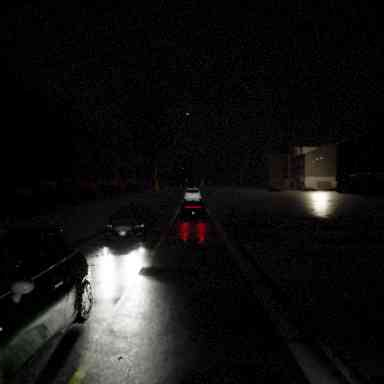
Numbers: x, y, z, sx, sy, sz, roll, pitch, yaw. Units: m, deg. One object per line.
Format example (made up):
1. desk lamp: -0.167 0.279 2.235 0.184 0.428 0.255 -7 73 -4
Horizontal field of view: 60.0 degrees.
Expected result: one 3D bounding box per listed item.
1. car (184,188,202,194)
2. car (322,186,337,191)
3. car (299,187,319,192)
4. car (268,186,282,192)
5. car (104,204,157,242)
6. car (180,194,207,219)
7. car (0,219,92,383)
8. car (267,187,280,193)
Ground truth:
1. car: 0.097 0.473 43.464 2.150 2.045 5.566 0 2 0
2. car: 31.830 -0.664 75.592 4.313 1.339 1.947 -1 1 0
3. car: 26.568 -0.599 75.594 4.206 1.307 1.802 -1 1 0
4. car: 18.797 -0.678 73.867 1.802 1.307 4.206 1 1 0
5. car: -2.781 1.373 15.930 2.128 1.511 4.902 0 1 1
6. car: 0.093 1.208 25.715 2.128 1.511 4.902 0 1 0
7. car: -2.845 1.340 4.096 2.097 1.767 4.553 0 0 0
8. car: 18.809 -0.552 76.794 1.947 1.339 4.313 1 1 0
